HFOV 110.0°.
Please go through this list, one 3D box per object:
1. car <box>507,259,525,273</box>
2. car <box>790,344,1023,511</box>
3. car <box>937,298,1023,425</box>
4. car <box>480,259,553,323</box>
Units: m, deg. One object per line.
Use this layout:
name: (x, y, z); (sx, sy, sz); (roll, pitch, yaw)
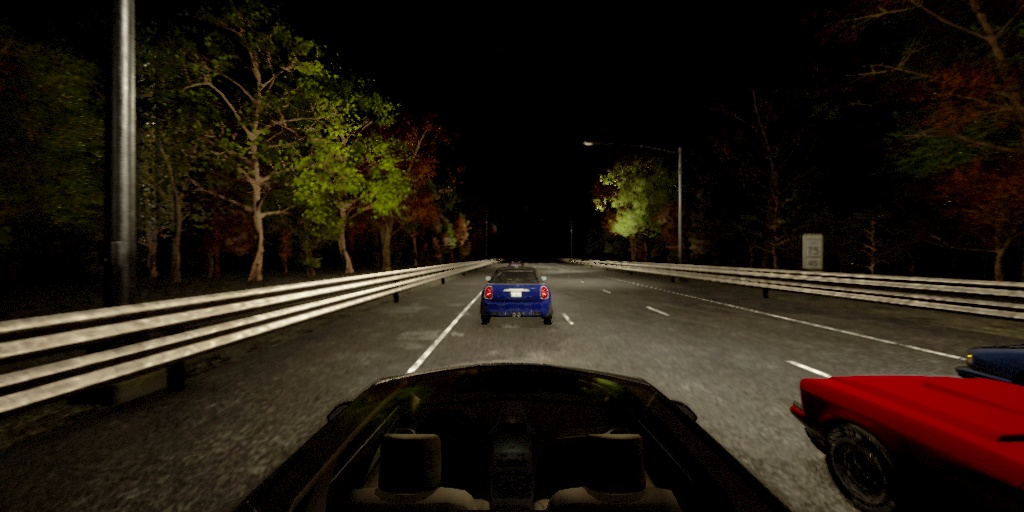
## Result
car: (0.533, 1.175, 44.633); (2.033, 1.649, 4.856); (0, 0, 1)
car: (3.603, 1.352, 1.275); (1.895, 1.301, 4.718); (0, 0, 0)
car: (7.099, 1.299, 2.448); (2.033, 1.411, 5.357); (0, 0, 0)
car: (0.132, 1.101, 12.189); (2.097, 1.767, 4.553); (0, 0, 0)
